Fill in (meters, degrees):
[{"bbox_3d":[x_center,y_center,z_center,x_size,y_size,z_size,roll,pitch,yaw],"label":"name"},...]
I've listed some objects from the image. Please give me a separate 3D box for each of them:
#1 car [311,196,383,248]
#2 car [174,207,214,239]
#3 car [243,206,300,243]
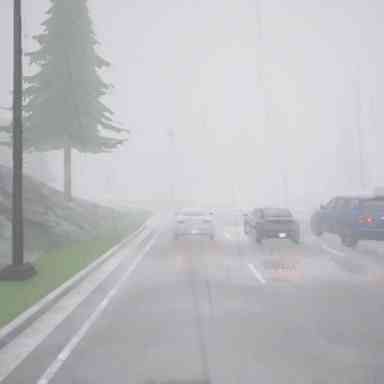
[{"bbox_3d":[7.093,1.162,14.564,2.150,2.045,5.566,0,0,0],"label":"car"},{"bbox_3d":[0.083,1.457,16.611,1.812,1.442,4.674,0,0,0],"label":"car"},{"bbox_3d":[3.592,1.441,15.620,1.837,1.490,4.892,0,0,0],"label":"car"}]
